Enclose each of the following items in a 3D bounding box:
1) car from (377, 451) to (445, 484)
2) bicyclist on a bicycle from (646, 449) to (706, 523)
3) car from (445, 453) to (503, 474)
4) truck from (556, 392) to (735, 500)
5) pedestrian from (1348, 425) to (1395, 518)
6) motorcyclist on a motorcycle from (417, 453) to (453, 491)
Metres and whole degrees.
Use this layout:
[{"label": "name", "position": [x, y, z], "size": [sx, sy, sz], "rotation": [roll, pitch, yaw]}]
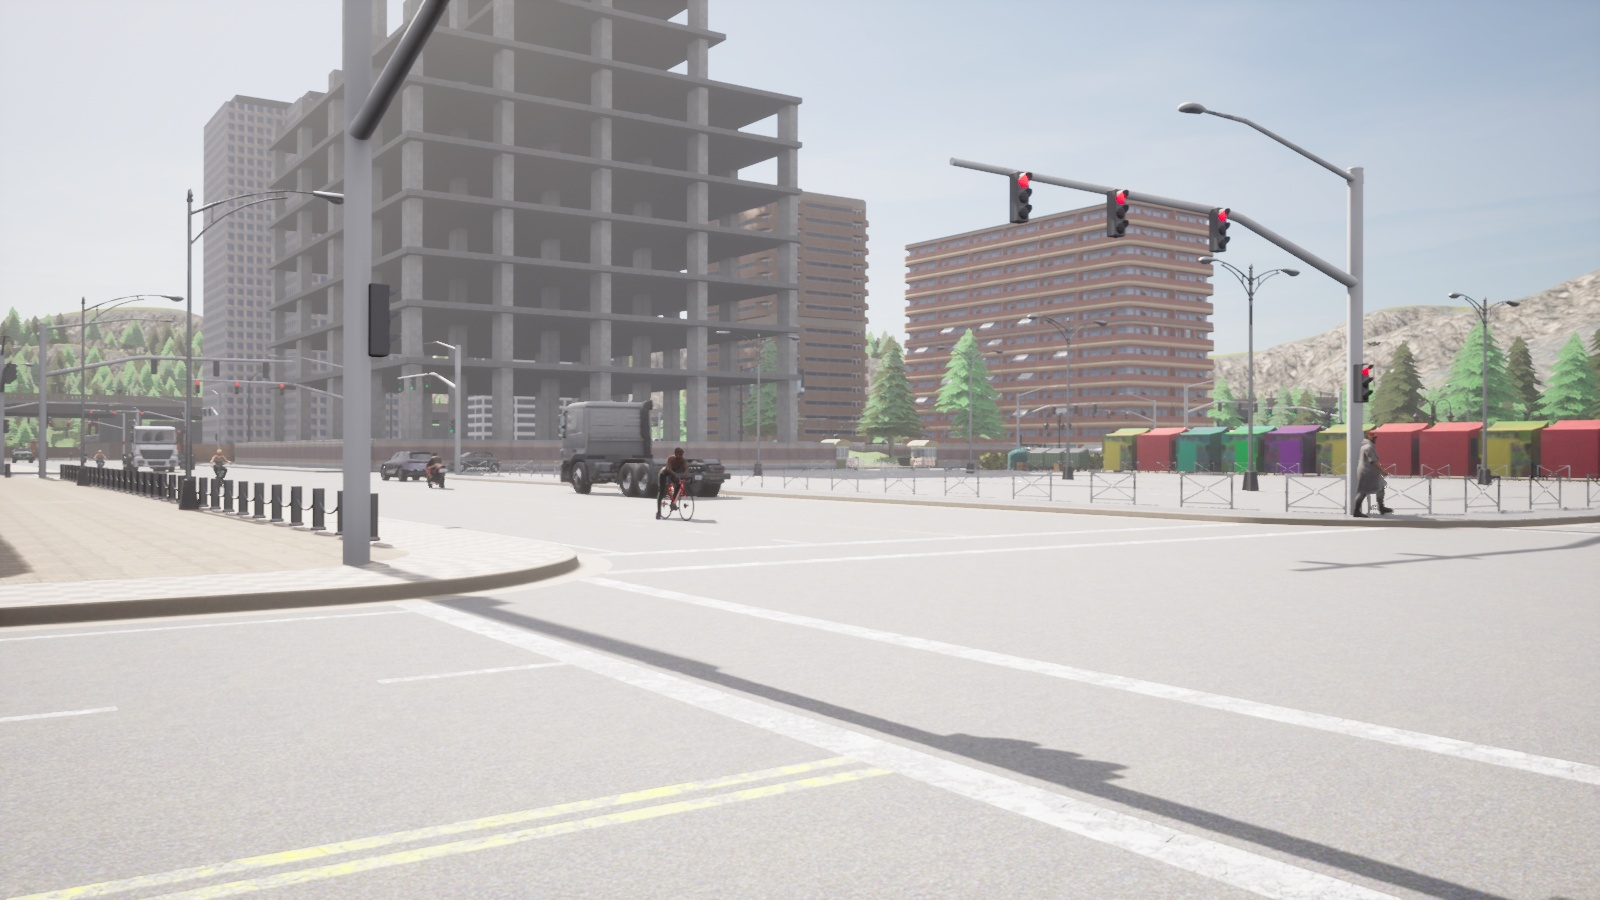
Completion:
[{"label": "car", "position": [-20.356, 0.892, 65.542], "size": [2.033, 1.649, 4.856], "rotation": [0, 0, -35]}, {"label": "bicyclist on a bicycle", "position": [-2.782, 0.781, 28.057], "size": [0.582, 1.620, 1.656], "rotation": [0, 0, -35]}, {"label": "car", "position": [-23.847, 0.965, 91.947], "size": [3.705, 1.549, 1.789], "rotation": [0, 0, -35]}, {"label": "truck", "position": [-5.646, -0.103, 44.419], "size": [2.891, 3.462, 7.936], "rotation": [0, 0, -35]}, {"label": "pedestrian", "position": [12.177, 0.459, 26.763], "size": [0.873, 1.952, 0.659], "rotation": [0, 0, 22]}, {"label": "motorcyclist on a motorcycle", "position": [-15.062, 0.897, 51.815], "size": [0.797, 1.523, 2.044], "rotation": [0, 0, -35]}]
